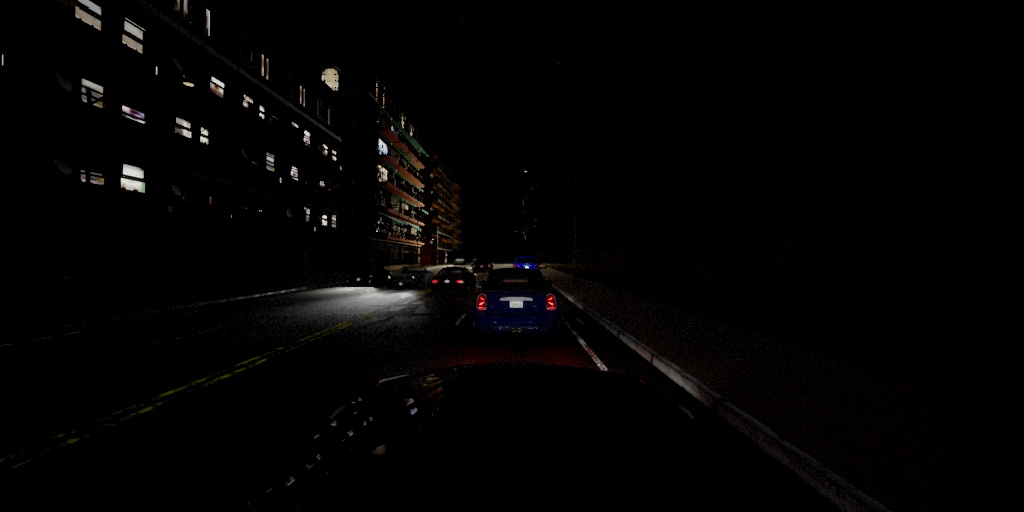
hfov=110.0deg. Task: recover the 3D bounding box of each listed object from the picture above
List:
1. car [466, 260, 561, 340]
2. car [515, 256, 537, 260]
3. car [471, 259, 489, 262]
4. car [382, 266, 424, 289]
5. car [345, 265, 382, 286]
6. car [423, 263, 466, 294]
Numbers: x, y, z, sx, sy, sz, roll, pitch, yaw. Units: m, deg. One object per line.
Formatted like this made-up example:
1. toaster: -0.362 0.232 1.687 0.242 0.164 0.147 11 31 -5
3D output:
1. car: 0.103 1.104 10.162 2.097 1.767 4.553 0 0 0
2. car: 1.151 0.979 30.115 2.150 2.045 5.566 0 0 0
3. car: -3.130 1.105 39.261 2.097 1.767 4.553 0 0 0
4. car: -6.589 1.354 23.476 1.895 1.301 4.718 0 0 0
5. car: -9.839 1.317 24.949 1.994 1.385 4.181 0 0 0
6. car: -3.142 1.300 20.054 2.033 1.411 5.357 0 0 1
